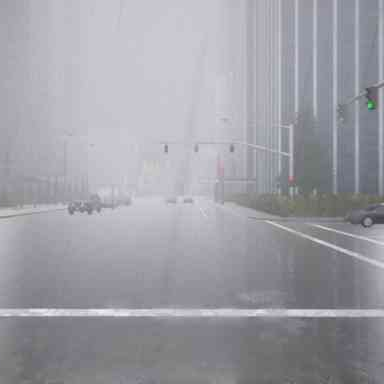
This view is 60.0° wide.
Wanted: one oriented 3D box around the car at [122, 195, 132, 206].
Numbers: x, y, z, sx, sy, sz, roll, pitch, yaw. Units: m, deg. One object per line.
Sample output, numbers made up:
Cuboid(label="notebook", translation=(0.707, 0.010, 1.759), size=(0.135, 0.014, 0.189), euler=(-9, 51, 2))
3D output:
Cuboid(label="car", translation=(-11.244, 1.352, 54.579), size=(2.097, 1.767, 4.553), euler=(0, 0, -1))

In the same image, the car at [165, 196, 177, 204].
Cuboid(label="car", translation=(-4.142, 1.601, 64.957), size=(1.895, 1.301, 4.718), euler=(0, 0, 0))

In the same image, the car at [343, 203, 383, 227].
Cuboid(label="car", translation=(12.633, 1.505, 22.033), size=(4.892, 1.490, 1.837), euler=(0, 0, 0))

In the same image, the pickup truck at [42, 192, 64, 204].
Cuboid(label="pickup truck", translation=(-24.323, 1.059, 59.995), size=(2.390, 2.098, 6.274), euler=(0, 0, 30))

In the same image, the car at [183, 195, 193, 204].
Cuboid(label="car", translation=(-0.745, 1.526, 65.296), size=(1.812, 1.442, 4.674), euler=(0, 0, 0))

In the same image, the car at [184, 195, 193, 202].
Cuboid(label="car", translation=(-0.830, 1.386, 75.547), size=(1.882, 1.535, 5.008), euler=(0, 0, 0))

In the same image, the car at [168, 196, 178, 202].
Cuboid(label="car", translation=(-4.326, 1.540, 75.217), size=(2.033, 1.411, 5.357), euler=(0, 0, 0))

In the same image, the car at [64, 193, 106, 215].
Cuboid(label="car", translation=(-11.086, 1.221, 34.843), size=(2.150, 2.045, 5.566), euler=(0, 0, -1))

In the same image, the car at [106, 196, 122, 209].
Cuboid(label="car", translation=(-11.170, 1.564, 44.372), size=(1.994, 1.385, 4.181), euler=(0, 0, -1))
